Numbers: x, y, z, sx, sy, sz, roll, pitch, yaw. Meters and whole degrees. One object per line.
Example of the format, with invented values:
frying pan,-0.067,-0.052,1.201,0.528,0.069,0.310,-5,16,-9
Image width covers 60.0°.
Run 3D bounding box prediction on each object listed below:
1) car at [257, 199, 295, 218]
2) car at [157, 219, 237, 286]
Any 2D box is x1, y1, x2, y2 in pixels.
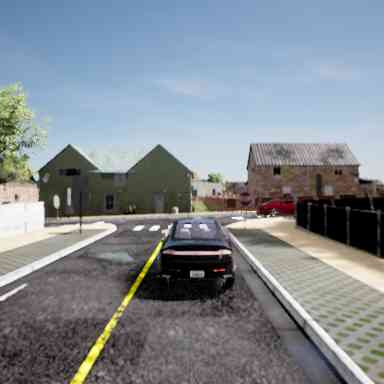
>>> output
car,7.413,1.264,25.923,4.674,1.442,1.812,-2,-2,-5
car,0.112,1.519,9.444,2.128,1.511,4.902,0,0,0
